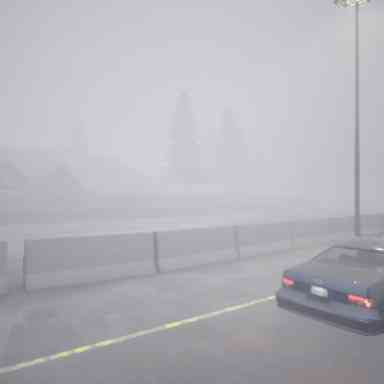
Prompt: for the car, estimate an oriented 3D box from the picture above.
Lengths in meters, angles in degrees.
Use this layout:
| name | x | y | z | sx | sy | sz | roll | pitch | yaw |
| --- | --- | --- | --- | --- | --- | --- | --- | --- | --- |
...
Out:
| name | x | y | z | sx | sy | sz | roll | pitch | yaw |
| --- | --- | --- | --- | --- | --- | --- | --- | --- | --- |
| car | 3.980 | 1.633 | 6.786 | 5.357 | 1.411 | 2.033 | 1 | -1 | -38 |
